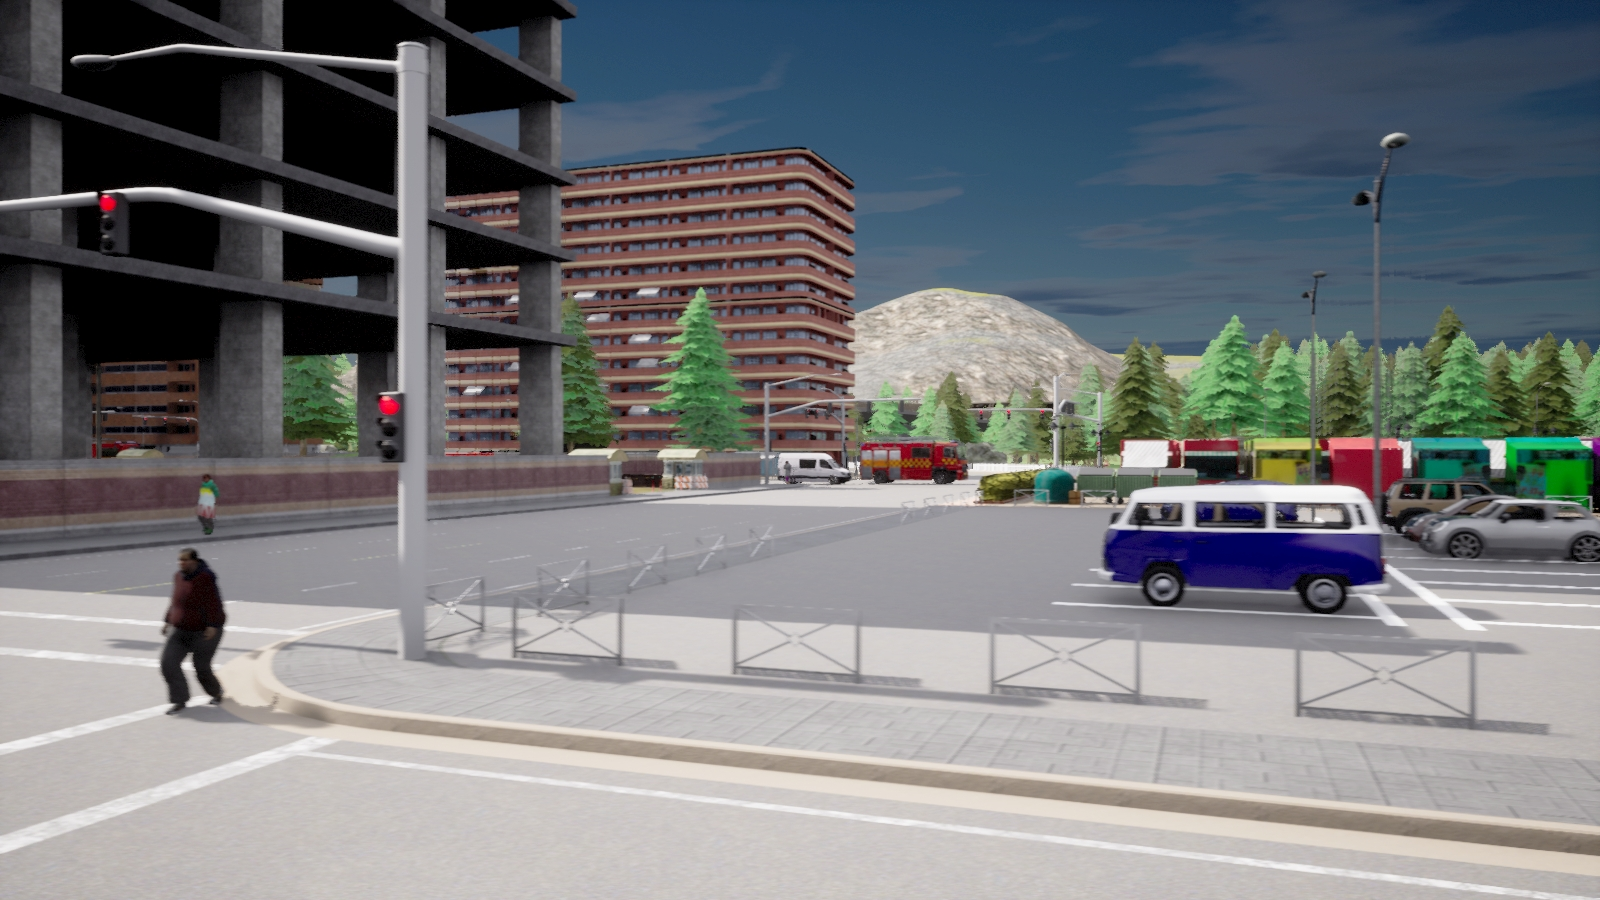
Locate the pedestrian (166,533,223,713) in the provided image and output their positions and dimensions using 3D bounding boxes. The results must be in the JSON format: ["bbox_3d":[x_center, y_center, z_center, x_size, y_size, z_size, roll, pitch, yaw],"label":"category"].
[{"bbox_3d":[-6.474,1.836,12.222,0.375,1.860,0.375,0,0,13],"label":"pedestrian"}]

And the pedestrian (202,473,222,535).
[{"bbox_3d":[-17.993,1.640,34.957,0.375,1.860,0.375,0,0,18],"label":"pedestrian"}]
